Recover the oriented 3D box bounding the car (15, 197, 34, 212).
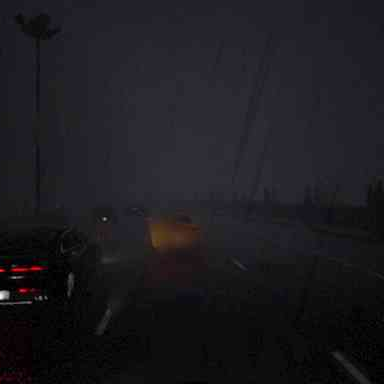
[{"bbox_3d":[-24.333,1.752,48.351,2.150,2.045,5.566,0,-1,-31],"label":"car"}]

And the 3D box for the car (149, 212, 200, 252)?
[{"bbox_3d":[-0.857,1.620,14.862,1.882,1.535,5.008,0,-1,-8],"label":"car"}]

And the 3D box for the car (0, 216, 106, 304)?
[{"bbox_3d":[-3.575,1.595,8.284,1.837,1.490,4.892,0,-1,-5],"label":"car"}]

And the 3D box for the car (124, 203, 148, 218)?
[{"bbox_3d":[-5.787,1.829,34.108,2.128,1.511,4.902,0,-1,-19],"label":"car"}]

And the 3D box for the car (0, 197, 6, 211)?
[{"bbox_3d":[-28.516,1.765,48.429,2.150,2.045,5.566,0,0,-32],"label":"car"}]

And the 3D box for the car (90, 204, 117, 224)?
[{"bbox_3d":[-7.173,1.782,27.109,1.837,1.490,4.892,0,-1,-16],"label":"car"}]
